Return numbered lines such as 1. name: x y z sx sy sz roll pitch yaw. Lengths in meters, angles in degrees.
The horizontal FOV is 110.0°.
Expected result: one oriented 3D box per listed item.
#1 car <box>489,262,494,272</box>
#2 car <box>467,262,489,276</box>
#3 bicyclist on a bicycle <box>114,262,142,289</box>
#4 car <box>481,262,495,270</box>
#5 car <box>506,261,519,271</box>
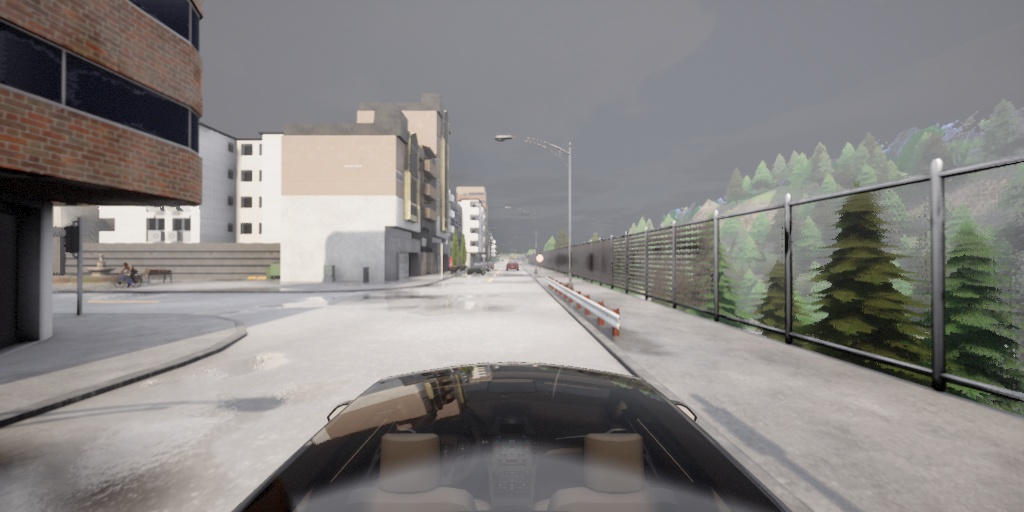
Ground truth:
1. car: -4.104 1.549 51.388 2.128 1.511 4.902 0 0 0
2. car: -4.106 1.600 42.038 1.895 1.301 4.718 0 0 0
3. bicyclist on a bicycle: -24.288 1.228 22.684 0.582 1.620 1.656 0 0 0
4. car: -4.072 1.721 61.523 1.895 1.301 4.718 0 0 0
5. car: 0.085 1.571 57.096 1.882 1.535 5.008 0 -1 0
